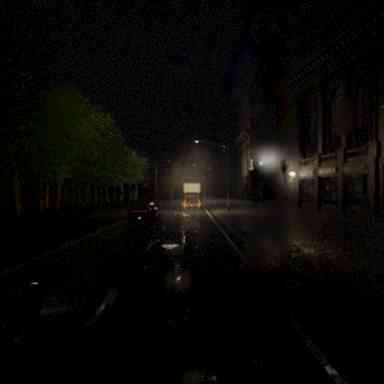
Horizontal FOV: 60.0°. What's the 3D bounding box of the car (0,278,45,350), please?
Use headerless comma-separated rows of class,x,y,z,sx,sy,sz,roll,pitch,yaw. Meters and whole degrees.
car,-3.400,1.547,3.153,2.033,1.411,5.357,0,0,0

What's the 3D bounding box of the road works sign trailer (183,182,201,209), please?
road works sign trailer,-0.007,0.471,46.160,2.380,3.560,2.880,0,0,0

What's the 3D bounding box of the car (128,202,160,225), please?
car,-3.404,1.492,24.105,2.128,1.511,4.902,0,0,0
